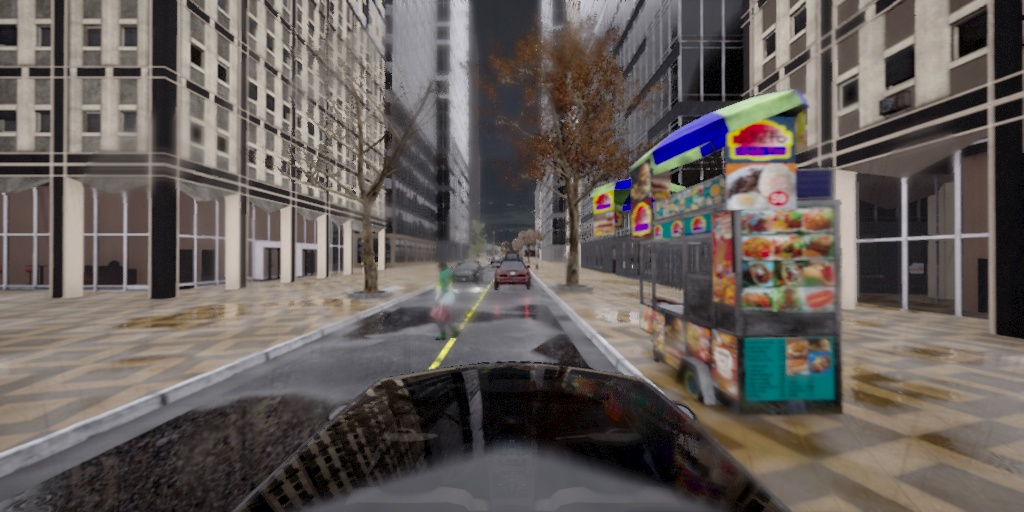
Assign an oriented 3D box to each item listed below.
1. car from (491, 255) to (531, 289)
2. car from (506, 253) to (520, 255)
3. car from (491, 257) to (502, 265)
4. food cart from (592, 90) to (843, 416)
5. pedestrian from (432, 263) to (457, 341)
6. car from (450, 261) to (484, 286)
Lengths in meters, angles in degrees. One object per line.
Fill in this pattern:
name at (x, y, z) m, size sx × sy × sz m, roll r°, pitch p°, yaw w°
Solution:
car at (0.053, 0.967, 21.849) m, size 2.097 × 1.767 × 4.553 m, roll 0°, pitch 0°, yaw 0°
car at (0.071, 0.703, 41.630) m, size 2.150 × 2.045 × 5.566 m, roll 0°, pitch 0°, yaw 0°
car at (-2.820, 0.859, 64.911) m, size 1.812 × 1.442 × 4.674 m, roll 0°, pitch 0°, yaw 1°
food cart at (3.008, 0.187, 5.775) m, size 2.280 × 3.560 × 4.660 m, roll 0°, pitch 0°, yaw 0°
pedestrian at (-1.566, 1.000, 8.338) m, size 0.375 × 1.860 × 0.375 m, roll 1°, pitch 0°, yaw 0°
car at (-2.857, 1.109, 23.578) m, size 1.837 × 1.490 × 4.892 m, roll 0°, pitch 0°, yaw 0°
